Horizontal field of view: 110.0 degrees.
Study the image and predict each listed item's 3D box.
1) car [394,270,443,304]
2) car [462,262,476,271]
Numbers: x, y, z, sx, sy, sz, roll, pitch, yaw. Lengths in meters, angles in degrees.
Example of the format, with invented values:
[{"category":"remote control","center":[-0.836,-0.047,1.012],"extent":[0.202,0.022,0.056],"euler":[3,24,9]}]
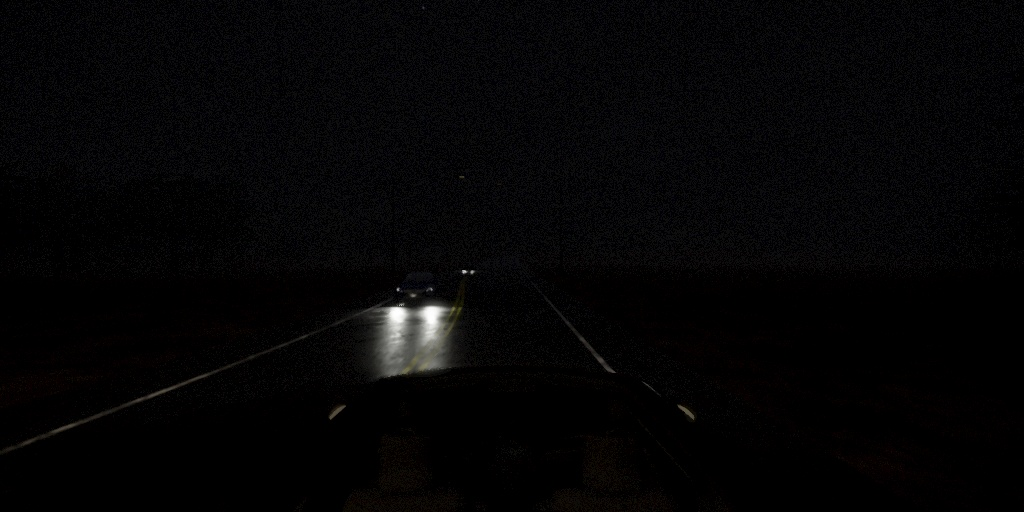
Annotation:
[{"category":"car","center":[-4.457,1.454,17.683],"extent":[1.812,1.442,4.674],"euler":[0,-1,-6]},{"category":"car","center":[-7.048,1.703,59.733],"extent":[2.033,1.411,5.357],"euler":[0,0,1]}]
